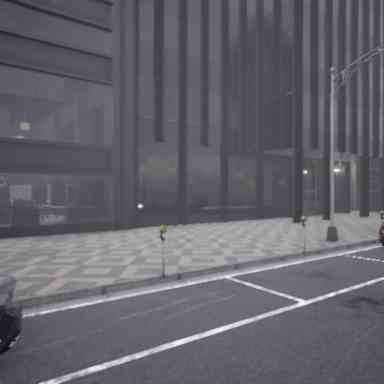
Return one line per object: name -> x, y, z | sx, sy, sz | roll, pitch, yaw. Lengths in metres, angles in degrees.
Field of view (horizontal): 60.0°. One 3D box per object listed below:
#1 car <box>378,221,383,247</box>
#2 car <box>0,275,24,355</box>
car -> 9.524, 1.313, 13.330 | 5.009, 1.841, 2.192 | 0, 0, -36
car -> -4.247, 1.550, 3.501 | 4.403, 1.369, 2.008 | 0, 0, -36
